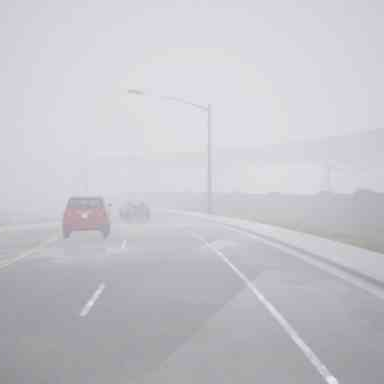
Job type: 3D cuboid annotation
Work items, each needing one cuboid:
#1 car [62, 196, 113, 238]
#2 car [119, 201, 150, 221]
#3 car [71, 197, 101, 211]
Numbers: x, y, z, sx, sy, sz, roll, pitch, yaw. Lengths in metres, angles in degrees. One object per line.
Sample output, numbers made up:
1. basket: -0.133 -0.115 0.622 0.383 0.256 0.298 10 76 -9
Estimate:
1. car: -5.546 1.215 17.944 2.150 2.045 5.566 0 0 -13
2. car: -4.650 1.451 26.630 2.128 1.511 4.902 -1 0 -20
3. car: -13.587 1.443 42.409 1.801 1.575 5.366 -1 1 -38
